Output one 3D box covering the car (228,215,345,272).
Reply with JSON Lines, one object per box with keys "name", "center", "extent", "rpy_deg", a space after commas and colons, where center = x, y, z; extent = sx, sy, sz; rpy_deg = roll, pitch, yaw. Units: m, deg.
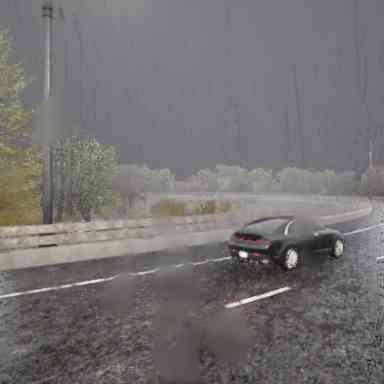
{"name": "car", "center": [3.324, 1.549, 11.126], "extent": [4.892, 1.490, 1.837], "rpy_deg": [0, 0, -40]}
